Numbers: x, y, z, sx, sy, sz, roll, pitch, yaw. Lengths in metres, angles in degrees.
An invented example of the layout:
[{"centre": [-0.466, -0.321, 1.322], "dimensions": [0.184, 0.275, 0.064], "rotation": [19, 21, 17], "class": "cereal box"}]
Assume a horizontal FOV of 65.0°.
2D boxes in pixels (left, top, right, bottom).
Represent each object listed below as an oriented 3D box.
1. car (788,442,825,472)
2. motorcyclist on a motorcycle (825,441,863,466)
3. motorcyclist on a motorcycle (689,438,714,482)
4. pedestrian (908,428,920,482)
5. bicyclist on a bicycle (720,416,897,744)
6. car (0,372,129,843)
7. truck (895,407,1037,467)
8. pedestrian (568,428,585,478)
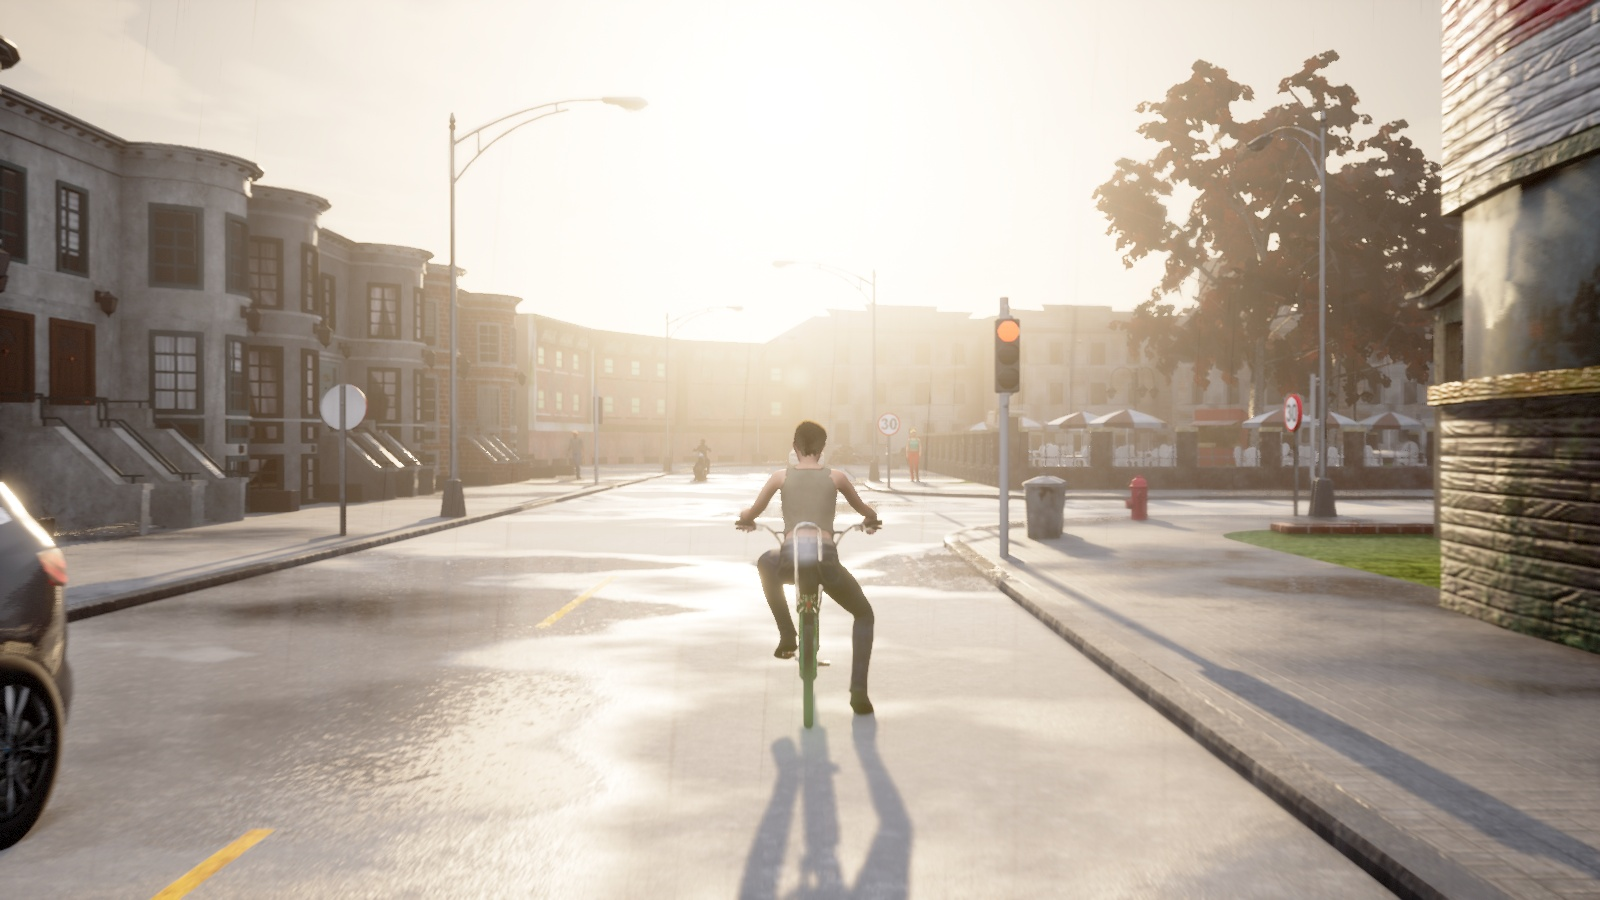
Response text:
[{"centre": [0.339, 0.320, 64.054], "dimensions": [1.812, 1.442, 4.674], "rotation": [0, 0, 0], "class": "car"}, {"centre": [2.721, 0.233, 78.083], "dimensions": [2.191, 1.530, 0.866], "rotation": [0, 2, -19], "class": "motorcyclist on a motorcycle"}, {"centre": [-3.735, 0.355, 47.906], "dimensions": [0.766, 1.649, 2.350], "rotation": [0, 1, 0], "class": "motorcyclist on a motorcycle"}, {"centre": [3.899, 0.156, 42.924], "dimensions": [0.345, 1.836, 0.594], "rotation": [0, 0, 9], "class": "pedestrian"}, {"centre": [0.048, 0.634, 6.936], "dimensions": [0.866, 1.612, 1.509], "rotation": [0, 0, 1], "class": "bicyclist on a bicycle"}, {"centre": [-3.964, 0.566, 2.982], "dimensions": [2.242, 1.667, 4.611], "rotation": [0, 0, 1], "class": "car"}, {"centre": [9.876, -0.758, 75.120], "dimensions": [7.936, 3.462, 2.891], "rotation": [0, 0, -6], "class": "truck"}, {"centre": [-8.206, 0.117, 46.177], "dimensions": [0.354, 1.836, 0.706], "rotation": [0, 0, 15], "class": "pedestrian"}]
